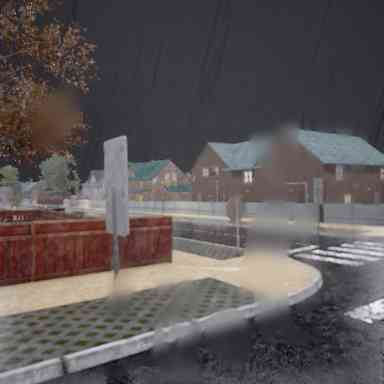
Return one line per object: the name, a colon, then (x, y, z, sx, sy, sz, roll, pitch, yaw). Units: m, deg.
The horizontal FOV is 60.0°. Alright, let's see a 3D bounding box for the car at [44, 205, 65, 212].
car: (-19.201, 2.445, 46.459, 1.895, 1.301, 4.718, -2, 0, -36)
